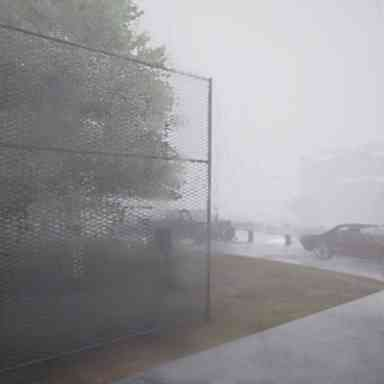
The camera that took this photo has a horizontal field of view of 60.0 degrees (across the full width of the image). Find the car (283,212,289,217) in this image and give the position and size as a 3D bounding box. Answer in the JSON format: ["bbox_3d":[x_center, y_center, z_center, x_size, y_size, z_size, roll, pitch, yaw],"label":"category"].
[{"bbox_3d":[18.931,5.907,75.669,4.674,1.452,2.002,2,0,36],"label":"car"}]

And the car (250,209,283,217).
[{"bbox_3d":[16.475,5.519,73.962,5.566,2.045,2.435,2,-1,36],"label":"car"}]

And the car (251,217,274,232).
[{"bbox_3d":[10.787,4.866,47.487,2.231,1.521,4.892,1,0,36],"label":"car"}]

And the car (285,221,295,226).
[{"bbox_3d":[13.967,4.859,42.410,1.946,1.575,5.366,1,0,36],"label":"car"}]

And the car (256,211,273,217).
[{"bbox_3d":[14.096,5.667,72.161,5.366,1.575,1.946,2,-1,36],"label":"car"}]

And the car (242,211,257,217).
[{"bbox_3d":[7.508,4.615,52.432,2.435,2.045,5.566,0,-1,36],"label":"car"}]

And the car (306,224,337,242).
[{"bbox_3d":[15.712,4.865,40.108,2.231,1.521,4.892,1,0,36],"label":"car"}]

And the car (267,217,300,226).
[{"bbox_3d":[12.448,4.739,45.048,2.185,1.767,4.553,1,0,36],"label":"car"}]

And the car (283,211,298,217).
[{"bbox_3d":[21.432,5.960,77.370,5.008,1.535,2.097,2,0,36],"label":"car"}]

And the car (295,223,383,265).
[{"bbox_3d":[6.158,1.768,11.319,1.895,1.301,4.718,0,-1,-33],"label":"car"}]

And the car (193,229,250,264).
[{"bbox_3d":[2.688,4.622,29.133,2.435,2.045,5.566,-1,0,36],"label":"car"}]

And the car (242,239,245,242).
[{"bbox_3d":[4.373,4.902,26.623,2.163,1.488,4.792,-1,0,36],"label":"car"}]

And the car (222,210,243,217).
[{"bbox_3d":[11.210,5.983,92.590,5.366,1.575,1.946,0,-2,36],"label":"car"}]

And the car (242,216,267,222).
[{"bbox_3d":[9.139,4.906,49.943,2.002,1.452,4.674,0,-1,36],"label":"car"}]

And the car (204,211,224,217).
[{"bbox_3d":[5.768,5.784,88.650,4.892,1.521,2.231,0,-2,36],"label":"car"}]

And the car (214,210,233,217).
[{"bbox_3d":[8.571,5.886,90.561,4.892,1.521,2.231,0,-2,35],"label":"car"}]

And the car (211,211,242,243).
[{"bbox_3d":[0.191,2.039,20.331,2.150,2.045,5.566,0,-4,-34],"label":"car"}]

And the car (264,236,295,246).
[{"bbox_3d":[6.012,4.621,24.058,2.435,2.045,5.566,0,1,36],"label":"car"}]
